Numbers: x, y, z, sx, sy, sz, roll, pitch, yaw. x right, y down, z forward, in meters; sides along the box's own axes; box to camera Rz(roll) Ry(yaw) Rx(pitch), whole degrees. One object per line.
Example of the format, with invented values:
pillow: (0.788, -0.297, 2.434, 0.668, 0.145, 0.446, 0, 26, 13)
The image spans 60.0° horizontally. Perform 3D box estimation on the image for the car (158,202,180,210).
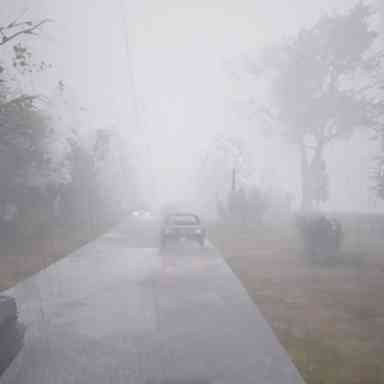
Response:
car: (-2.289, 1.790, 33.907, 1.837, 1.490, 4.892, 0, -1, -7)

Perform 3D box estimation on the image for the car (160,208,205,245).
car: (-0.507, 1.672, 15.961, 1.895, 1.301, 4.718, 0, 0, -4)

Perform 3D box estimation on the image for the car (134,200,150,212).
car: (-6.935, 1.836, 46.580, 2.097, 1.767, 4.553, 1, -1, -8)

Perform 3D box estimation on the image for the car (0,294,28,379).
car: (-2.890, 1.552, 1.685, 2.033, 1.411, 5.357, 0, 0, -1)
